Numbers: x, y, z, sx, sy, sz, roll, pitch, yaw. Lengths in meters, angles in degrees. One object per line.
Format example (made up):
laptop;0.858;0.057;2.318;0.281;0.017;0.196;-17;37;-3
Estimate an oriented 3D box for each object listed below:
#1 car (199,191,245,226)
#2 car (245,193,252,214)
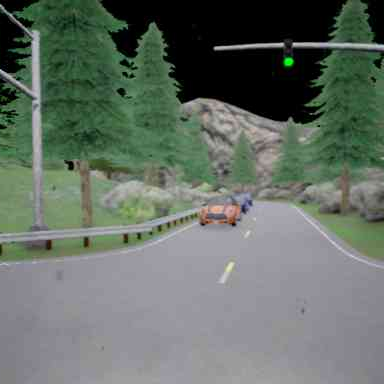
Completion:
car;1.839;1.054;20.537;2.097;1.767;4.553;0;1;13
car;3.985;1.034;29.419;1.882;1.535;5.008;0;1;14
